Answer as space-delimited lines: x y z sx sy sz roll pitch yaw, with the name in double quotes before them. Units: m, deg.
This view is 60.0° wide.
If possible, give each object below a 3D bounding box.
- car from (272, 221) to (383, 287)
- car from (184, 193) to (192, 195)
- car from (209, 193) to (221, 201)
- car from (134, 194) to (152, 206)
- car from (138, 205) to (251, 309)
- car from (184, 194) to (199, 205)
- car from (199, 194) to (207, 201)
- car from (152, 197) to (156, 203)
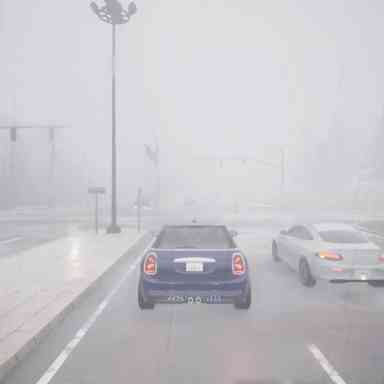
"car" 3.561 1.526 9.222 1.812 1.442 4.674 0 0 0
"car" -0.777 1.489 85.342 1.837 1.490 4.892 0 0 -1
"car" 6.228 1.215 85.139 2.150 2.045 5.566 0 0 -1
"car" -8.343 1.352 55.668 2.097 1.767 4.553 0 0 -1
"car" 0.058 1.352 8.018 2.097 1.767 4.553 0 0 0
"car" -0.244 1.526 54.838 1.812 1.442 4.674 0 0 -1
"car" 2.723 1.513 85.405 1.812 1.442 4.674 0 0 -1
"car" -8.476 1.564 67.235 1.994 1.385 4.181 0 0 -1
